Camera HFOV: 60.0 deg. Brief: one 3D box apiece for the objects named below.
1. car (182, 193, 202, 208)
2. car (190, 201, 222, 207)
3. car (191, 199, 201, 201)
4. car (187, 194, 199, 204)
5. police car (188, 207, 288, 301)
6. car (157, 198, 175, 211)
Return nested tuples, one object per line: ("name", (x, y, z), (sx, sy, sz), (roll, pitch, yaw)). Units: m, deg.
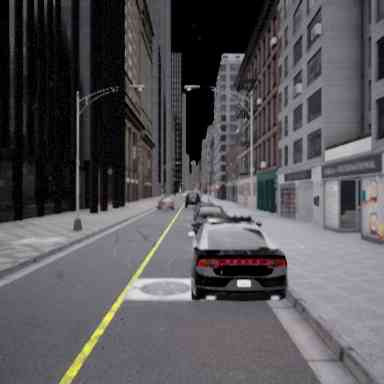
("car", (0.162, 1.091, 45.123), (2.150, 2.045, 5.566), (0, 0, 0))
("car", (0.960, 1.457, 18.341), (1.837, 1.490, 4.892), (0, 0, 0))
("car", (0.982, 1.461, 24.340), (1.812, 1.442, 4.674), (0, 0, 0))
("car", (0.199, 1.169, 58.841), (2.097, 1.767, 4.553), (0, 0, 0))
("police car", (0.927, 1.403, 8.450), (1.930, 1.638, 5.238), (0, 0, 0))
("car", (-2.957, 1.418, 38.474), (1.812, 1.442, 4.674), (0, 0, 0))
